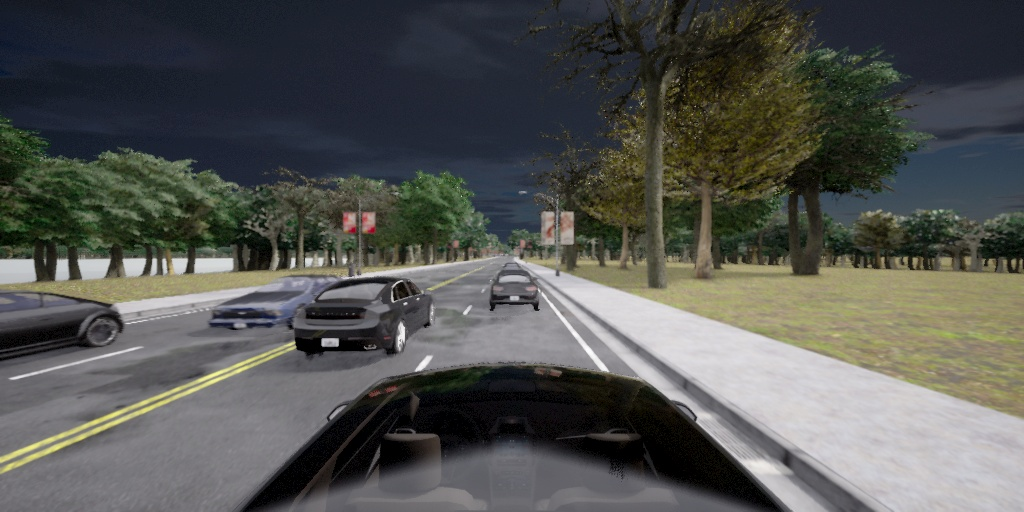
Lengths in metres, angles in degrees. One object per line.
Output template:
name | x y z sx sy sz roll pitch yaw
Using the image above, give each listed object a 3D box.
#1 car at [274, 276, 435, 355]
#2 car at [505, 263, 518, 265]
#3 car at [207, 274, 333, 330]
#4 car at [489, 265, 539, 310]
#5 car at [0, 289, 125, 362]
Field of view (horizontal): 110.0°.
car | -3.158 1.256 8.644 1.837 1.490 4.892 0 0 0
car | -0.008 1.329 35.007 1.994 1.385 4.181 0 0 0
car | -6.605 1.300 11.370 2.033 1.411 5.357 0 0 0
car | 0.082 1.279 14.519 1.812 1.442 4.674 0 0 0
car | -9.852 1.315 6.418 1.994 1.385 4.181 0 0 0
